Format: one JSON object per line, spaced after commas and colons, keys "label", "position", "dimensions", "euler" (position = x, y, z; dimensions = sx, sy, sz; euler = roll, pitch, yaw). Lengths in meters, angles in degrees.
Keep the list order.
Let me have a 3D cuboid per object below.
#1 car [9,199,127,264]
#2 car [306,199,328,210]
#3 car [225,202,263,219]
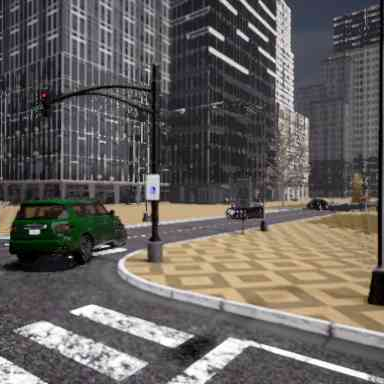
{"label": "car", "position": [-4.282, 1.277, 12.341], "dimensions": [2.150, 2.045, 5.566], "euler": [-2, -1, 6]}
{"label": "car", "position": [17.983, 1.702, 47.762], "dimensions": [1.882, 1.535, 5.008], "euler": [1, 0, 37]}
{"label": "car", "position": [4.814, 1.616, 30.245], "dimensions": [2.128, 1.511, 4.902], "euler": [1, 0, 37]}
